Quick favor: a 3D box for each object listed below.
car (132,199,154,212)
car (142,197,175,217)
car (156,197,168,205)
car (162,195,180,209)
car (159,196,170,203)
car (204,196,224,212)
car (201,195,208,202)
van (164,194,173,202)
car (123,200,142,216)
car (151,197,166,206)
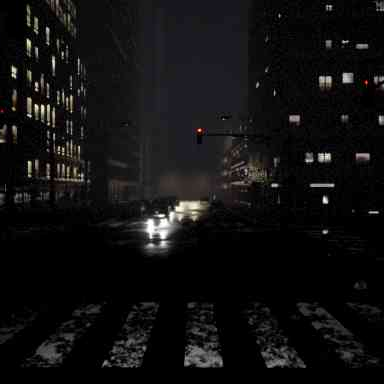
[{"bbox_3d":[-5.594,1.555,38.630,1.947,1.339,4.313,-1,0,0],"label":"car"},{"bbox_3d":[-3.013,1.482,30.955,2.128,1.511,4.902,0,0,0],"label":"car"},{"bbox_3d":[-5.528,1.566,61.248,1.802,1.307,4.206,-1,0,0],"label":"car"},{"bbox_3d":[-2.980,1.480,40.440,2.128,1.511,4.902,0,0,0],"label":"car"},{"bbox_3d":[-5.513,1.528,66.903,1.887,1.381,4.507,-1,0,0],"label":"car"},{"bbox_3d":[2.786,1.540,38.606,2.008,1.369,4.403,-1,0,0],"label":"car"},{"bbox_3d":[2.882,1.422,72.534,1.967,1.590,4.097,-1,0,0],"label":"car"},{"bbox_3d":[-5.483,1.322,78.213,1.690,1.788,3.998,-1,0,0],"label":"van"},{"bbox_3d":[-5.611,1.516,32.806,1.752,1.417,4.829,-1,0,0],"label":"car"},{"bbox_3d":[-5.545,1.530,55.594,1.887,1.381,4.507,-1,0,0],"label":"car"}]
